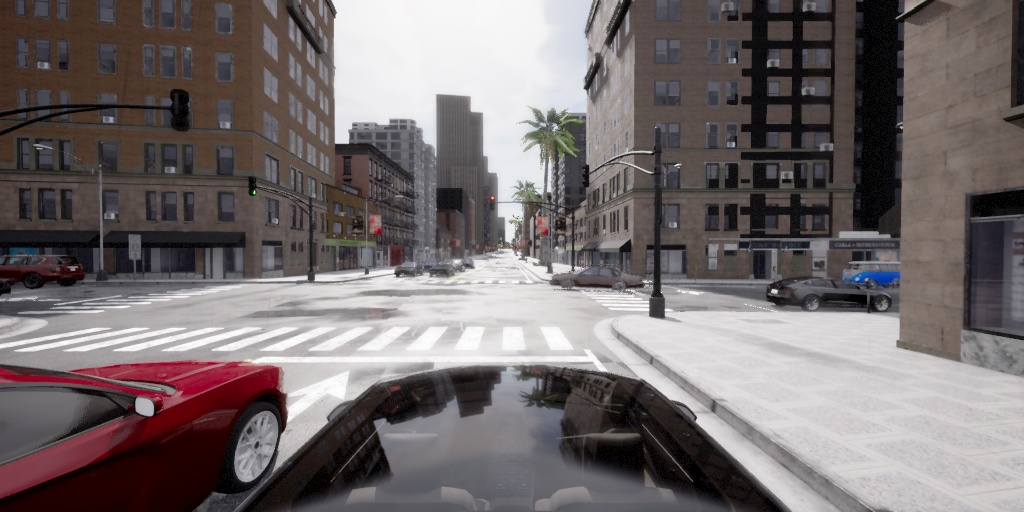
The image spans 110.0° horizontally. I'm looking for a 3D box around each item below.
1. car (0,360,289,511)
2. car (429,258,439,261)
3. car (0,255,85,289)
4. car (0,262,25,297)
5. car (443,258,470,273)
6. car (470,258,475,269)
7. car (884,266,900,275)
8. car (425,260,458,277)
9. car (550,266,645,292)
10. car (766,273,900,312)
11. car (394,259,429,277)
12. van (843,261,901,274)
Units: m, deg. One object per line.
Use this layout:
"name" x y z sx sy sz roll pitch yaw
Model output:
"car" -3.144 1.228 1.516 1.882 1.535 5.008 0 0 1
"car" -10.152 1.090 45.226 2.097 1.767 4.553 0 0 0
"car" -27.271 0.836 19.962 5.009 1.841 2.192 0 0 -9
"car" -24.028 1.126 14.627 4.892 1.490 1.837 1 1 -9
"car" -6.894 1.230 44.565 2.128 1.511 4.902 0 0 0
"car" -6.962 1.080 55.393 2.097 1.767 4.553 0 0 0
"car" 25.394 1.507 20.712 5.357 1.411 2.033 0 1 0
"car" -6.832 1.343 35.367 1.895 1.301 4.718 0 0 0
"car" 5.017 1.320 21.388 5.357 1.411 2.033 1 1 12
"car" 12.869 1.513 14.747 4.313 1.339 1.948 0 0 0
"car" -10.085 1.290 35.694 2.033 1.411 5.357 0 0 -1
"van" 23.850 1.251 23.288 3.998 1.789 1.690 0 0 0
